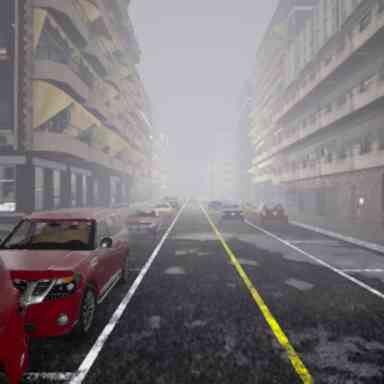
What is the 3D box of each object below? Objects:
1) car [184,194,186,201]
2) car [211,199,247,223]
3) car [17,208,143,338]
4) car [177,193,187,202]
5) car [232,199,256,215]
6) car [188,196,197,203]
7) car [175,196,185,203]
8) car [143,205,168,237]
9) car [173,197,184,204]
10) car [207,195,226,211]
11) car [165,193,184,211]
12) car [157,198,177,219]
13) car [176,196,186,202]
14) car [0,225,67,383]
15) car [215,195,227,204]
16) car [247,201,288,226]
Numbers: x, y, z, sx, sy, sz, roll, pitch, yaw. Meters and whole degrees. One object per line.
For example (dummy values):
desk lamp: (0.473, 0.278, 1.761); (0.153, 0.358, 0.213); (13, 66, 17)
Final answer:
car: (-2.461, 1.531, 56.734); (1.947, 1.339, 4.313); (1, 0, 0)
car: (2.838, 1.538, 25.226); (2.033, 1.411, 5.357); (0, 0, 1)
car: (-2.543, 1.309, 6.794); (2.192, 1.841, 5.009); (1, 0, 0)
car: (-2.420, 1.264, 78.930); (2.192, 1.841, 5.009); (1, 0, 0)
car: (5.382, 1.513, 34.716); (1.752, 1.417, 4.829); (1, 0, 0)
car: (0.122, 1.506, 70.989); (2.033, 1.411, 5.357); (0, 0, 0)
car: (-2.442, 1.539, 67.833); (1.802, 1.307, 4.206); (1, 0, 0)
car: (-2.528, 1.570, 17.892); (1.802, 1.307, 4.206); (1, 0, 0)
car: (-2.452, 1.543, 62.283); (1.802, 1.307, 4.206); (1, 0, 0)
car: (2.867, 1.459, 40.561); (1.882, 1.535, 5.008); (0, 0, 1)
car: (-2.486, 1.290, 40.087); (2.192, 1.841, 5.009); (1, 0, 0)
car: (-2.508, 1.508, 28.820); (1.752, 1.417, 4.829); (1, 0, 0)
car: (-2.433, 1.504, 73.382); (2.008, 1.369, 4.403); (1, 0, 0)
car: (-2.553, 1.311, 1.244); (2.192, 1.841, 5.009); (1, 0, 0)
car: (5.430, 1.411, 62.291); (1.967, 1.590, 4.097); (1, 0, 0)
car: (5.364, 1.435, 23.448); (1.967, 1.590, 4.097); (1, 0, 0)
